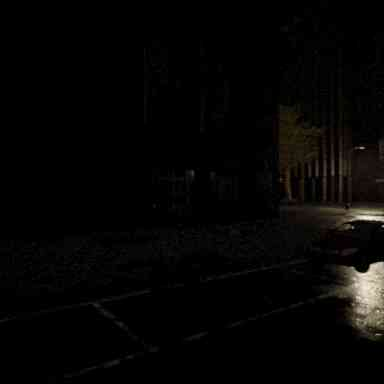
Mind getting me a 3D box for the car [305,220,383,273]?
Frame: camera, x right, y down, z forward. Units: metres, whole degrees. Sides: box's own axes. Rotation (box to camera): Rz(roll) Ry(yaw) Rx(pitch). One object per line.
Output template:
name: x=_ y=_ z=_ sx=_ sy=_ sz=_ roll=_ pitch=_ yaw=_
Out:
car: x=5.370 y=1.558 z=10.483 sx=4.206 sy=1.307 sz=1.802 roll=0 pitch=0 yaw=-35
